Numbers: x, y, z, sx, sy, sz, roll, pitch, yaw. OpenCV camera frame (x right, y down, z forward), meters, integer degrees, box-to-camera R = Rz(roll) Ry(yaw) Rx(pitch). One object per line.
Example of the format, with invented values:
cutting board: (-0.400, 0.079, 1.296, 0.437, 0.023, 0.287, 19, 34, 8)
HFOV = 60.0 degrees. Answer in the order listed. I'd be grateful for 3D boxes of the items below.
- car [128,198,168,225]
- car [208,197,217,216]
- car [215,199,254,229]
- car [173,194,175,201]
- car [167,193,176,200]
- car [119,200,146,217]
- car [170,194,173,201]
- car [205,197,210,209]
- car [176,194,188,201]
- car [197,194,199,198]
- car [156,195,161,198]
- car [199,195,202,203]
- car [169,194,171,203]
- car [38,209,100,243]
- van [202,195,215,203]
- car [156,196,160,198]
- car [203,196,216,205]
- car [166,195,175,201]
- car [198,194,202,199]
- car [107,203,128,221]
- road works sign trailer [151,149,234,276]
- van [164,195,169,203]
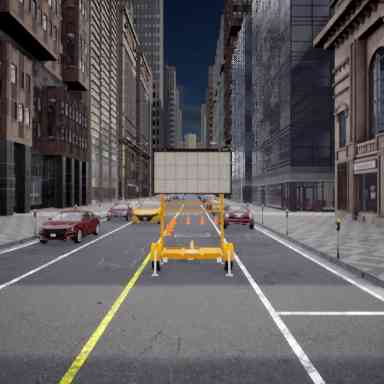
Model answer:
car: (-3.079, 1.481, 24.326, 1.882, 1.535, 5.008, 0, 0, 0)
car: (2.794, 1.530, 32.994, 1.752, 1.417, 4.829, 0, 0, 0)
car: (2.785, 1.443, 21.620, 1.967, 1.590, 4.097, 0, 0, 0)
car: (-5.693, 1.582, 77.638, 1.947, 1.339, 4.313, 0, 0, 0)
car: (-5.677, 1.336, 94.443, 2.192, 1.841, 5.009, 0, 0, 0)
car: (-5.731, 1.531, 32.654, 1.752, 1.417, 4.829, 0, 0, 0)
car: (-5.697, 1.455, 72.037, 1.967, 1.590, 4.097, 0, 0, 0)
car: (2.799, 1.551, 38.427, 1.887, 1.381, 4.507, 0, 0, 0)
car: (-2.924, 1.511, 87.599, 2.128, 1.511, 4.902, 0, 0, 0)
car: (2.838, 1.562, 83.244, 1.887, 1.381, 4.507, 0, 0, 0)
car: (-5.717, 1.554, 49.630, 1.887, 1.381, 4.507, 0, 0, 0)
car: (2.818, 1.556, 60.836, 1.887, 1.381, 4.507, 0, 0, 0)
car: (-5.702, 1.595, 66.434, 1.802, 1.307, 4.206, 0, 0, 0)
car: (-5.746, 1.547, 16.018, 1.887, 1.381, 4.507, 0, 0, 0)
van: (2.809, 1.350, 49.631, 1.690, 1.788, 3.998, 0, 0, 0)
car: (-5.722, 1.552, 44.027, 1.887, 1.381, 4.507, 0, 0, 0)
car: (2.804, 1.552, 44.028, 1.887, 1.381, 4.507, 0, 0, 0)
car: (-5.683, 1.585, 88.841, 1.947, 1.339, 4.313, 0, 0, 0)
car: (2.823, 1.453, 66.437, 1.967, 1.590, 4.097, 0, 0, 0)
car: (-5.736, 1.586, 27.222, 1.802, 1.307, 4.206, 0, 0, 0)
road works sign trailer: (0.009, 0.465, 10.303, 2.380, 3.560, 2.880, 0, 0, 0)
van: (-5.706, 1.353, 60.833, 1.690, 1.788, 3.998, 0, 0, 0)
